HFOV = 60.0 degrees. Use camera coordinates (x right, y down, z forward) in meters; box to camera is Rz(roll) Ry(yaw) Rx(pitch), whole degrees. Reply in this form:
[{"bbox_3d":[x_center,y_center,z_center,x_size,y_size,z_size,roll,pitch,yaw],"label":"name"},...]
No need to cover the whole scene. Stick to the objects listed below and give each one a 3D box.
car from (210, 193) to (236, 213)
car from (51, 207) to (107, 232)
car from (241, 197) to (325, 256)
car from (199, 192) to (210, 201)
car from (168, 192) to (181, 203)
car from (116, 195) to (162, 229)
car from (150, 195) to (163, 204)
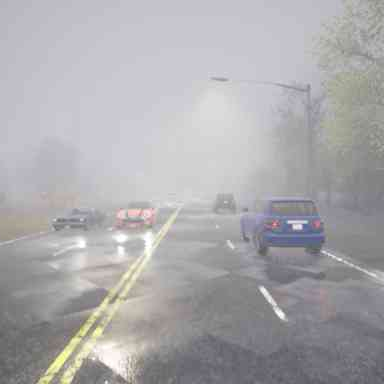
[{"bbox_3d":[3.367,1.129,35.458,2.150,2.045,5.566,0,0,0],"label":"car"},{"bbox_3d":[-6.597,1.557,19.870,1.895,1.301,4.718,0,0,0],"label":"car"},{"bbox_3d":[3.345,1.195,13.239,2.150,2.045,5.566,0,0,0],"label":"car"},{"bbox_3d":[3.259,1.255,76.327,2.128,1.511,4.902,0,1,0],"label":"car"},{"bbox_3d":[-3.267,1.050,62.000,2.150,2.045,5.566,0,0,1],"label":"car"},{"bbox_3d":[-3.345,1.304,21.092,2.097,1.767,4.553,0,0,0],"label":"car"},{"bbox_3d":[-6.529,1.349,61.500,1.812,1.442,4.674,0,0,1],"label":"car"}]
